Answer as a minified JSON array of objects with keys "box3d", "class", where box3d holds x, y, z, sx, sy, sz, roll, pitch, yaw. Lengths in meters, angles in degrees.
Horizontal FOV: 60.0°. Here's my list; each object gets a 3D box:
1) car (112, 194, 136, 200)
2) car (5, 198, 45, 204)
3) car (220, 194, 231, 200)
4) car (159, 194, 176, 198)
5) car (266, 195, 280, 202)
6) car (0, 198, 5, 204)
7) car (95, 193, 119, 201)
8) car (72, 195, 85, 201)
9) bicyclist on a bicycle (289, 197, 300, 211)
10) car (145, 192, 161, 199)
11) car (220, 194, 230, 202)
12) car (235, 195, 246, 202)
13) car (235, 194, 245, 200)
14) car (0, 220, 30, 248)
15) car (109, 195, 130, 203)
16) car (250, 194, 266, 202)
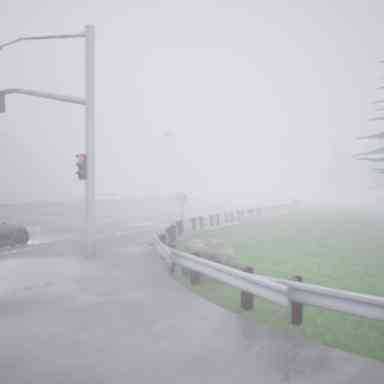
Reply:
[{"box3d":[-10.272,1.490,53.597,1.994,1.385,4.181,0,0,27],"class":"car"},{"box3d":[-18.544,1.561,38.573,1.895,1.301,4.718,0,0,29],"class":"car"},{"box3d":[8.173,1.228,81.480,2.033,1.411,5.357,0,0,0],"class":"car"},{"box3d":[-4.374,1.439,68.471,2.033,1.411,5.357,0,0,15],"class":"car"},{"box3d":[17.496,1.456,70.585,1.895,1.301,4.718,0,0,7],"class":"car"},{"box3d":[-22.205,1.489,39.196,1.812,1.442,4.674,0,0,30],"class":"car"},{"box3d":[-13.934,1.153,54.054,2.150,2.045,5.566,0,0,28],"class":"car"},{"box3d":[-19.075,1.279,59.092,2.097,1.767,4.553,0,0,28],"class":"car"},{"box3d":[12.204,1.406,39.928,1.656,1.620,0.582,4,2,29],"class":"bicyclist on a bicycle"},{"box3d":[-7.892,1.123,68.801,2.150,2.045,5.566,0,0,15],"class":"car"},{"box3d":[6.911,1.411,70.905,2.033,1.411,5.357,0,0,7],"class":"car"},{"box3d":[10.449,1.342,70.903,1.882,1.535,5.008,0,0,7],"class":"car"},{"box3d":[11.667,1.278,81.297,1.895,1.301,4.718,0,0,0],"class":"car"},{"box3d":[-8.081,1.555,12.334,1.994,1.385,4.181,0,0,12],"class":"car"},{"box3d":[-15.073,1.385,69.127,1.882,1.535,5.008,0,0,19],"class":"car"},{"box3d":[13.971,1.388,70.729,2.128,1.511,4.902,0,0,7],"class":"car"}]
